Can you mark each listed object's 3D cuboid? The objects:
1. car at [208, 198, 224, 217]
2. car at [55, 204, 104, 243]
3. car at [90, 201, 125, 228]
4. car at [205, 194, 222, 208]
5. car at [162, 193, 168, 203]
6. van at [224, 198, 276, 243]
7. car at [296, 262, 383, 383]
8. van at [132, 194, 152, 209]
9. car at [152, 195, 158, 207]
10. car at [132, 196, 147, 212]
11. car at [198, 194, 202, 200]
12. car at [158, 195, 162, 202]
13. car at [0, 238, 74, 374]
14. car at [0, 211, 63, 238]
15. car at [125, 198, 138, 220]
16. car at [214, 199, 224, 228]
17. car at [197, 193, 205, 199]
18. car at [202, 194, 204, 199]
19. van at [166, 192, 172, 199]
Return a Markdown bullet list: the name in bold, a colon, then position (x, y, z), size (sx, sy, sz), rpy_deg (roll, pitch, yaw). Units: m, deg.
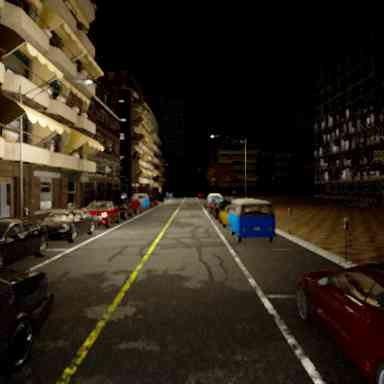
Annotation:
- **car**: position (2.594, 1.400, 26.358), size (1.947, 1.339, 4.313), rpy_deg (0, 0, 0)
- **car**: position (-5.747, 1.455, 15.276), size (2.008, 1.369, 4.403), rpy_deg (0, 0, 0)
- **car**: position (-5.767, 1.311, 20.801), size (1.967, 1.590, 4.097), rpy_deg (0, 0, 0)
- **car**: position (2.574, 1.242, 31.883), size (1.967, 1.590, 4.097), rpy_deg (0, 0, 0)
- **car**: position (-5.902, 1.221, 59.487), size (1.947, 1.339, 4.313), rpy_deg (0, 0, 0)
- **van**: position (2.631, 1.242, 15.304), size (1.690, 1.788, 3.998), rpy_deg (0, 0, 0)
- **car**: position (2.671, 1.552, 4.252), size (1.802, 1.307, 4.206), rpy_deg (0, 0, 0)
- **van**: position (-5.827, 1.116, 37.381), size (1.690, 1.788, 3.998), rpy_deg (0, 0, 0)
- **car**: position (-5.844, 1.326, 42.908), size (1.802, 1.307, 4.206), rpy_deg (0, 0, 0)
- **car**: position (-5.806, 1.351, 31.855), size (1.887, 1.381, 4.507), rpy_deg (0, 0, 0)
- **car**: position (2.420, 1.112, 76.097), size (1.887, 1.381, 4.507), rpy_deg (0, 0, 0)
- **car**: position (-5.864, 1.296, 48.434), size (1.802, 1.307, 4.206), rpy_deg (0, 0, 0)
- **car**: position (-3.009, 1.530, 2.829), size (2.033, 1.411, 5.357), rpy_deg (0, 0, 0)
- **car**: position (-5.728, 1.490, 9.750), size (2.008, 1.369, 4.403), rpy_deg (0, 0, 0)
- **car**: position (-5.786, 1.404, 26.329), size (1.947, 1.339, 4.313), rpy_deg (0, 0, 0)
- **car**: position (2.613, 1.391, 21.000), size (1.752, 1.417, 4.829), rpy_deg (0, 0, 0)
- **car**: position (2.381, 1.060, 87.148), size (1.887, 1.381, 4.507), rpy_deg (-1, 0, 0)
- **car**: position (2.535, 1.265, 43.107), size (1.752, 1.417, 4.829), rpy_deg (0, 0, 0)
- **van**: position (-6.001, 0.861, 87.119), size (1.690, 1.788, 3.998), rpy_deg (0, 0, 0)
